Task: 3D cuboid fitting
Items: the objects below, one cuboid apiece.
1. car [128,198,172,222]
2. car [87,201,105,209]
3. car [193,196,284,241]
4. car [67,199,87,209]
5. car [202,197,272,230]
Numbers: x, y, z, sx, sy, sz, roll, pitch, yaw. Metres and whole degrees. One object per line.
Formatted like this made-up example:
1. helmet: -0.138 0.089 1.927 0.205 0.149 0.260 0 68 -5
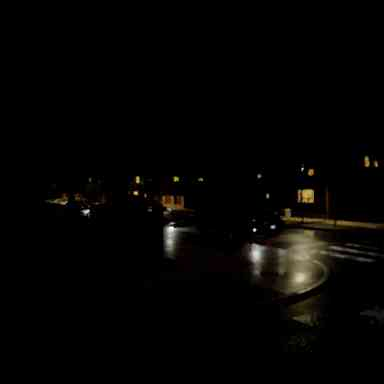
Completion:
1. car: -3.390 1.373 25.926 2.097 1.767 4.553 -2 1 -34
2. car: -8.993 1.613 34.402 1.895 1.301 4.718 -2 1 -33
3. car: 2.191 1.249 17.459 2.150 2.045 5.566 -2 1 -33
4. car: -14.823 1.602 43.274 1.895 1.301 4.718 -2 1 -33
5. car: 2.806 1.305 21.877 2.097 1.767 4.553 -2 1 -33
